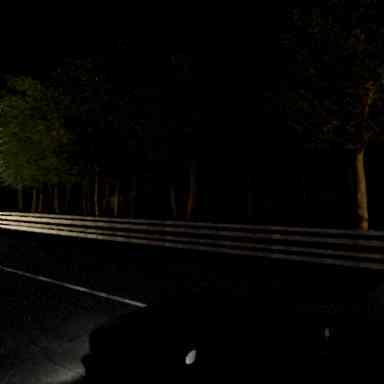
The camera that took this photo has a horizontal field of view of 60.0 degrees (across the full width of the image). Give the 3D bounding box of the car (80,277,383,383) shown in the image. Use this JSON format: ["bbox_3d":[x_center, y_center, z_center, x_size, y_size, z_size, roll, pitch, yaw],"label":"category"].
[{"bbox_3d":[1.350,1.556,2.898,5.357,1.411,2.033,-1,-1,36],"label":"car"}]
